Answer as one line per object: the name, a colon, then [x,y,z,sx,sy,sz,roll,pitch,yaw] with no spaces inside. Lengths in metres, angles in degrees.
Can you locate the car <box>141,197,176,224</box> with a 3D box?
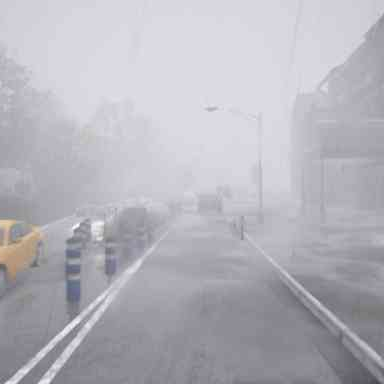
car: [-2.664,1.449,24.368,2.002,1.452,4.674,-2,2,4]

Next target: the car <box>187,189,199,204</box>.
car: [-0.460,0.673,40.869,2.002,1.452,4.674,-1,2,12]

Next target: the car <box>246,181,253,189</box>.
car: [11.973,-1.287,78.629,2.231,1.521,4.892,-3,2,26]

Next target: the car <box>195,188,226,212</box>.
car: [1.871,0.892,31.847,2.097,1.767,4.553,0,3,8]

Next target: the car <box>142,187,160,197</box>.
car: [-6.227,-0.016,51.211,2.128,1.511,4.902,0,2,9]

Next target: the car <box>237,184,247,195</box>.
car: [7.941,-0.255,58.992,1.994,1.385,4.181,0,3,20]

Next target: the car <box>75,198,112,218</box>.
car: [-7.605,1.198,26.031,1.895,1.301,4.718,0,2,-3]

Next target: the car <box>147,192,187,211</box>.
car: [-2.167,1.106,30.483,2.097,1.535,5.008,1,3,9]

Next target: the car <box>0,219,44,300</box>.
car: [-5.130,1.456,8.240,1.882,1.535,5.008,0,0,-11]

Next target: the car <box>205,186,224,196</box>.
car: [4.038,-0.262,58.544,2.097,1.535,5.008,0,3,18]

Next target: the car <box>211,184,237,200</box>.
car: [4.526,0.045,46.299,2.150,2.045,5.566,0,3,13]

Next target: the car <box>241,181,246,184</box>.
car: [9.635,-1.022,73.556,2.231,1.521,4.892,-3,2,25]

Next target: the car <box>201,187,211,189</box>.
car: [0.852,0.338,46.954,2.097,1.535,5.008,0,3,14]

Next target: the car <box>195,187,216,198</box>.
car: [2.232,0.047,52.487,2.231,1.521,4.892,0,3,16]

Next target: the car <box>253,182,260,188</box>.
car: [14.489,-1.805,83.640,2.435,2.045,5.566,-3,2,28]
